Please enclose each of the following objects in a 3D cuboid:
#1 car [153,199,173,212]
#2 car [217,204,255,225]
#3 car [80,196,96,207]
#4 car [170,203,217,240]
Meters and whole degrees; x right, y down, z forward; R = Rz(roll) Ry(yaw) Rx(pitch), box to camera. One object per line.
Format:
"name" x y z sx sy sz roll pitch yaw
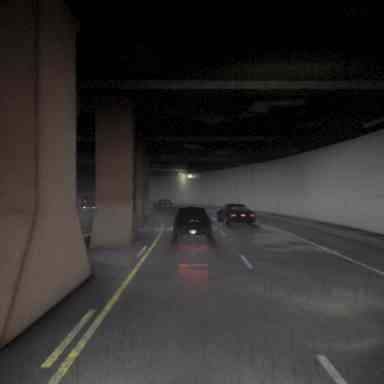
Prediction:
"car" -3.255 1.549 38.586 2.033 1.411 5.357 0 0 -15
"car" 3.004 1.549 23.857 2.033 1.411 5.357 0 0 -6
"car" -16.449 1.354 52.845 2.097 1.767 4.553 0 0 -27
"car" -0.048 1.506 17.074 1.837 1.490 4.892 0 0 -2
